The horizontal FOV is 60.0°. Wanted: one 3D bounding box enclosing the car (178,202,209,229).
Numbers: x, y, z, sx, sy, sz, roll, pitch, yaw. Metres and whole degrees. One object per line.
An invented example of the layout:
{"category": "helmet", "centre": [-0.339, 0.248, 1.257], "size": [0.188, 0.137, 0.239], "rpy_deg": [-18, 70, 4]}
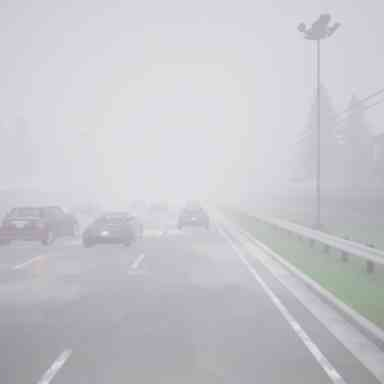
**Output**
{"category": "car", "centre": [0.087, 1.594, 22.067], "size": [1.994, 1.385, 4.181], "rpy_deg": [0, 0, 0]}

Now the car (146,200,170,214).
{"category": "car", "centre": [-3.422, 1.649, 35.610], "size": [1.895, 1.301, 4.718], "rpy_deg": [0, 0, 0]}

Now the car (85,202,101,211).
{"category": "car", "centre": [-10.420, 1.645, 32.872], "size": [1.895, 1.301, 4.718], "rpy_deg": [0, 0, 0]}

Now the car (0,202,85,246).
{"category": "car", "centre": [-6.908, 1.372, 15.467], "size": [2.097, 1.767, 4.553], "rpy_deg": [0, 0, 0]}

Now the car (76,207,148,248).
{"category": "car", "centre": [-3.410, 1.585, 15.004], "size": [1.994, 1.385, 4.181], "rpy_deg": [0, 0, 0]}

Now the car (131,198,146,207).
{"category": "car", "centre": [-6.928, 1.552, 44.541], "size": [2.128, 1.511, 4.902], "rpy_deg": [0, 0, 0]}

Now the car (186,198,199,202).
{"category": "car", "centre": [0.071, 1.554, 45.982], "size": [2.128, 1.511, 4.902], "rpy_deg": [0, 0, 0]}
